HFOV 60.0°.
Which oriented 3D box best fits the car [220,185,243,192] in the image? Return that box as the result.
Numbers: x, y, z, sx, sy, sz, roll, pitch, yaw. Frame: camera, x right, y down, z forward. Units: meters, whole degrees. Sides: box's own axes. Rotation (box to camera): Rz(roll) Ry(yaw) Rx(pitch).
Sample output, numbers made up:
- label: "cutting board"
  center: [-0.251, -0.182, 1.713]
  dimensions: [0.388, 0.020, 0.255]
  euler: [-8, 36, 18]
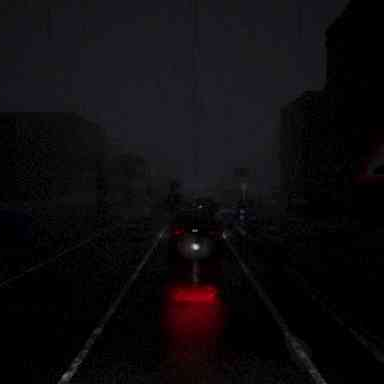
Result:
- label: "car"
  center: [8.228, -0.728, 69.444]
  dimensions: [4.674, 1.452, 2.002]
  euler: [0, 3, -1]

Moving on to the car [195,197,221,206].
- label: "car"
  center: [1.238, 1.108, 28.874]
  dimensions: [1.994, 1.385, 4.181]
  euler: [0, 2, 14]

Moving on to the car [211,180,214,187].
- label: "car"
  center: [8.052, -1.607, 85.955]
  dimensions: [4.892, 1.521, 2.231]
  euler: [0, 3, -1]

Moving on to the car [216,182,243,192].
- label: "car"
  center: [8.069, -0.618, 66.687]
  dimensions: [5.366, 1.575, 1.946]
  euler: [0, 3, -1]

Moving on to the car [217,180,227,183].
- label: "car"
  center: [8.163, -1.042, 72.187]
  dimensions: [4.553, 1.767, 2.185]
  euler: [0, 3, -1]

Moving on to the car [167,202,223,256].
- label: "car"
  center: [0.109, 1.371, 12.574]
  dimensions: [1.837, 1.490, 4.892]
  euler: [0, 1, 0]

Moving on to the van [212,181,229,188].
- label: "van"
  center: [8.072, -2.199, 94.084]
  dimensions: [4.442, 1.987, 1.878]
  euler: [0, 2, -1]

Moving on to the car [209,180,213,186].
- label: "car"
  center: [7.991, -1.859, 91.461]
  dimensions: [5.008, 1.535, 2.097]
  euler: [0, 2, -1]

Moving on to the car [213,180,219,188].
- label: "car"
  center: [8.194, -1.313, 74.932]
  dimensions: [5.566, 2.045, 2.435]
  euler: [0, 3, -1]

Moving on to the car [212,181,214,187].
- label: "car"
  center: [8.100, -1.342, 80.449]
  dimensions: [5.008, 1.535, 2.097]
  euler: [0, 3, -1]
